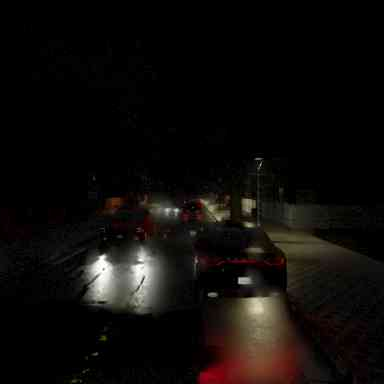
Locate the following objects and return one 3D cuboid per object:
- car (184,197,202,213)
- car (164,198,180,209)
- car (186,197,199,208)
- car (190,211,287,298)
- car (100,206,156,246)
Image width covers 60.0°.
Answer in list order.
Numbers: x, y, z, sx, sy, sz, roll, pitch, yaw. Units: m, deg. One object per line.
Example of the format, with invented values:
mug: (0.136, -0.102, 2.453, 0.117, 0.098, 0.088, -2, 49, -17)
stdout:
car: (0.116, 1.459, 37.033, 1.882, 1.535, 5.008, 0, 0, 1)
car: (-2.703, 1.534, 45.130, 1.994, 1.385, 4.181, 0, 0, 0)
car: (0.050, 1.493, 47.194, 1.812, 1.442, 4.674, 0, 0, 0)
car: (0.971, 1.476, 8.574, 1.882, 1.535, 5.008, 0, 0, 0)
car: (-2.834, 1.474, 15.557, 1.882, 1.535, 5.008, 0, 0, 0)
